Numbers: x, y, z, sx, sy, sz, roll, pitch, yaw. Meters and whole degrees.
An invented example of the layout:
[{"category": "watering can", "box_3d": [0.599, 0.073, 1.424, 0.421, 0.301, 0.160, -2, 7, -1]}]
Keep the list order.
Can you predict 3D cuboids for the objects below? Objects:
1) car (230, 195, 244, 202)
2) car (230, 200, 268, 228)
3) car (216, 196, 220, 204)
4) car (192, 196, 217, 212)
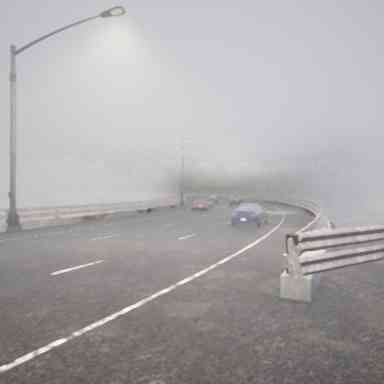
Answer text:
[{"category": "car", "box_3d": [6.847, 1.247, 51.055, 2.097, 1.767, 4.553, 0, 0, 6]}, {"category": "car", "box_3d": [3.879, 1.481, 22.063, 1.812, 1.442, 4.674, 0, 0, 20]}, {"category": "car", "box_3d": [3.830, 1.393, 60.087, 1.812, 1.442, 4.674, 0, 0, 1]}, {"category": "car", "box_3d": [1.327, 1.477, 38.242, 1.994, 1.385, 4.181, 0, 0, 13]}]
